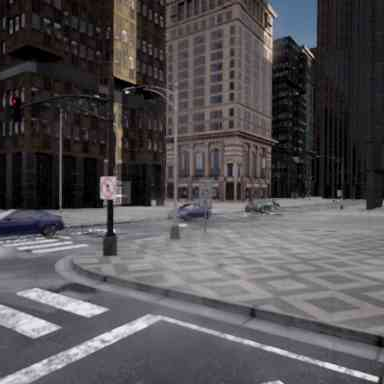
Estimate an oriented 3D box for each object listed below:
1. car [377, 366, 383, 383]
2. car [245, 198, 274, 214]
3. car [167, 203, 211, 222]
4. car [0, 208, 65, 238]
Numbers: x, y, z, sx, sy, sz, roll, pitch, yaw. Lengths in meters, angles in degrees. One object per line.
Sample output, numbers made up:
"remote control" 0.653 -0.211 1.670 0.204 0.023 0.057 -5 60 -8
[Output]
"car" 3.729 1.222 1.029 5.566 2.045 2.150 0 0 35
"car" 7.980 1.566 39.194 2.097 1.767 4.553 1 0 35
"car" -0.121 1.659 27.749 1.812 1.442 4.674 1 0 35
"car" -8.713 1.556 16.478 1.812 1.442 4.674 1 0 45
